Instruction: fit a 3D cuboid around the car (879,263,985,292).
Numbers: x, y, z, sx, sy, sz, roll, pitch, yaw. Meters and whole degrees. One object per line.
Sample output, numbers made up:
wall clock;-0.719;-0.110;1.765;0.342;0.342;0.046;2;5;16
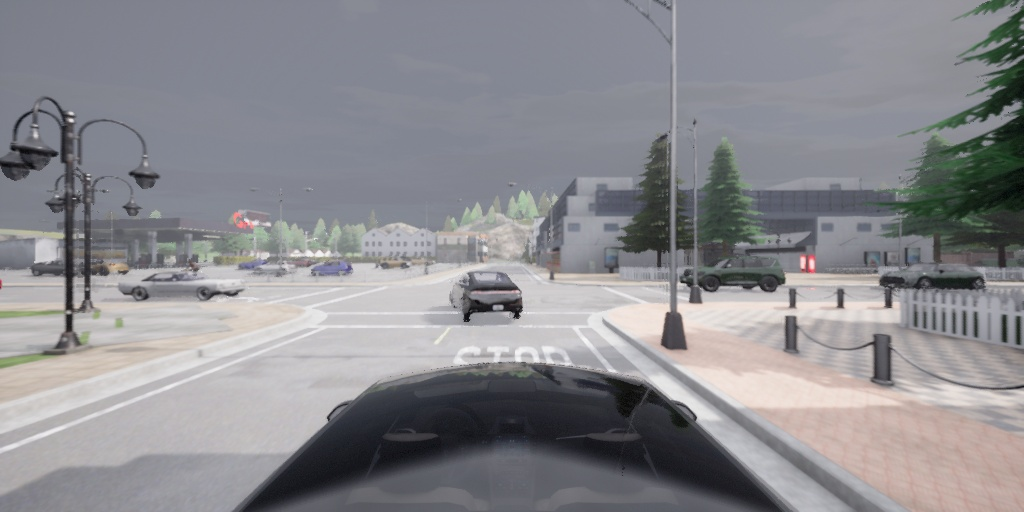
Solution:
car;24.711;1.169;21.234;4.553;1.767;2.097;0;0;0

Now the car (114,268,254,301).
car;-15.529;1.404;17.149;4.718;1.301;1.895;0;0;0

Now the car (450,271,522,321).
car;-1.046;1.274;12.642;2.128;1.511;4.902;0;0;-15

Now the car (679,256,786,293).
car;12.931;1.035;21.138;5.566;2.045;2.150;0;0;0

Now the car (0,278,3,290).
car;-28.114;1.023;17.036;5.566;2.045;2.150;0;0;0

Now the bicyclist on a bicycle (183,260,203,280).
bicyclist on a bicycle;-21.892;1.123;24.570;0.582;1.620;1.656;0;0;-1
